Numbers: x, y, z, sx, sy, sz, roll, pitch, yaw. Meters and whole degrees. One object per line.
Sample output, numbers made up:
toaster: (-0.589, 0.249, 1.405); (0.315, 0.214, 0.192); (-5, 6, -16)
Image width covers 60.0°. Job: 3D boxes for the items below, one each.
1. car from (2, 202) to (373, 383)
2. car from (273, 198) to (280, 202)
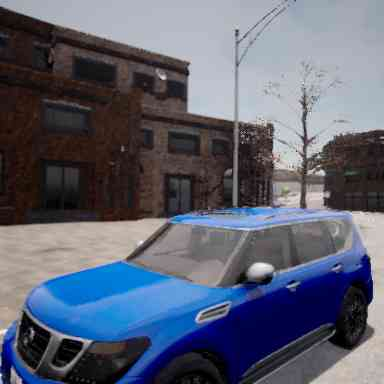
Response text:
car: (0.565, 1.282, 4.681); (5.566, 2.045, 2.150); (0, -1, -42)
car: (12.450, 1.959, 49.833); (1.812, 1.442, 4.674); (1, -1, -17)
